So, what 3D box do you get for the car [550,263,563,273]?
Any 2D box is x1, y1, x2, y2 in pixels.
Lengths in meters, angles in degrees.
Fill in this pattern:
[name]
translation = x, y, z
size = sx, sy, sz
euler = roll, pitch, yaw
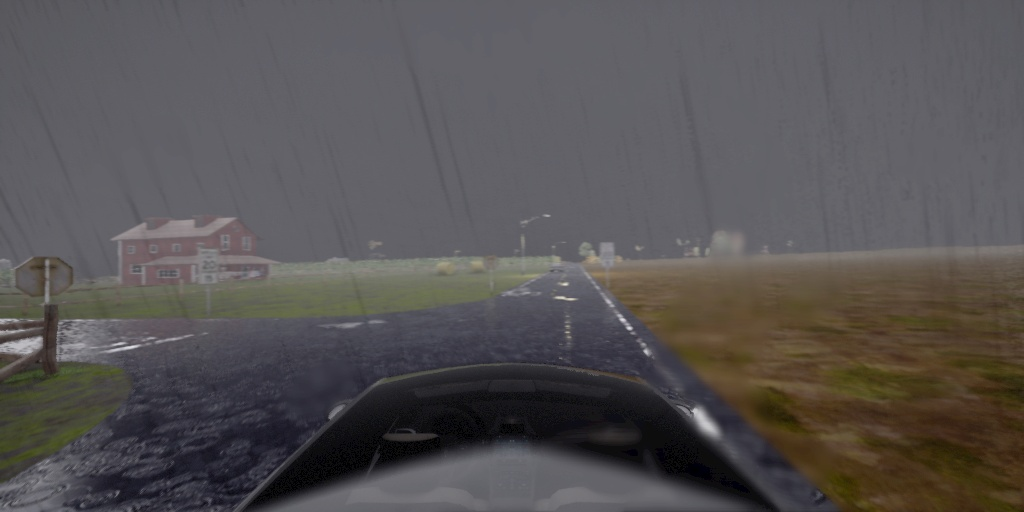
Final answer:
[car]
translation = 6.671, 1.802, 53.504
size = 2.033, 1.411, 5.357
euler = -2, -1, 10
